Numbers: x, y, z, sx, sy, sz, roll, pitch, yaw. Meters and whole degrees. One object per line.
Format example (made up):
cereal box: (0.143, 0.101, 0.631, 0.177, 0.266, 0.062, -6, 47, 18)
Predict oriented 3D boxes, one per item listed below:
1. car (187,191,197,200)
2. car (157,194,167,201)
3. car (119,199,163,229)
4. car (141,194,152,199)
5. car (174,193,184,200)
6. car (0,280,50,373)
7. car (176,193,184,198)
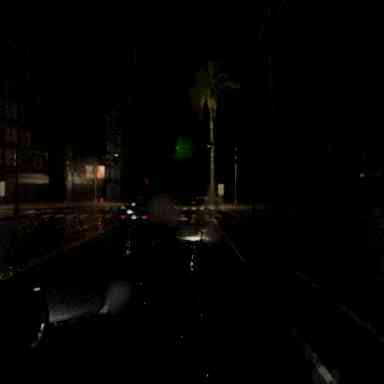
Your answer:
car: (-0.003, 0.754, 78.448, 2.150, 2.045, 5.566, 0, 0, 0)
car: (-6.502, 1.107, 71.983, 2.033, 1.411, 5.357, 0, 0, 0)
car: (-3.150, 1.409, 20.602, 2.033, 1.411, 5.357, 0, 0, 0)
car: (-9.752, 1.162, 71.953, 1.895, 1.301, 4.718, 0, 0, 0)
car: (-3.253, 1.081, 78.836, 1.994, 1.385, 4.181, 0, 0, 0)
car: (-3.152, 1.540, 3.380, 1.994, 1.385, 4.181, 0, 0, 0)
car: (-3.253, 0.868, 88.841, 2.033, 1.411, 5.357, 0, 0, 0)
